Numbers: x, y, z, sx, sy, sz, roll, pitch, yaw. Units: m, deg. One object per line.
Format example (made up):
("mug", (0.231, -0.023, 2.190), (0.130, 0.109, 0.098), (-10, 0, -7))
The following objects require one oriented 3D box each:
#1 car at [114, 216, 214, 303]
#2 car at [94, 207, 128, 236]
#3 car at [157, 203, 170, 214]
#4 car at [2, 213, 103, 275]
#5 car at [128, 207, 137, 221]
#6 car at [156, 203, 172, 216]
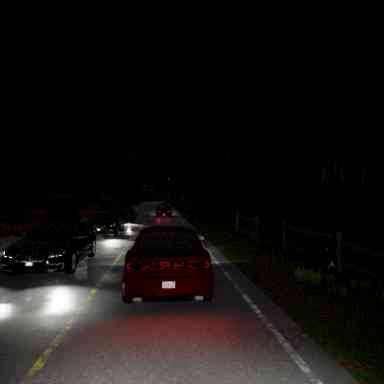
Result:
("car", (-0.648, 1.612, 8.626), (1.882, 1.535, 5.008), (0, -1, -5))
("car", (-5.303, 1.849, 20.562), (1.837, 1.490, 4.892), (0, -1, -5))
("car", (-4.220, 2.367, 49.496), (1.837, 1.490, 4.892), (0, -1, -5))
("car", (-4.481, 1.681, 11.135), (1.837, 1.490, 4.892), (0, -1, -5))
("car", (-6.156, 2.085, 30.442), (1.994, 1.385, 4.181), (0, -1, -5))
("car", (-3.351, 2.286, 39.561), (1.895, 1.301, 4.718), (0, -1, -5))
